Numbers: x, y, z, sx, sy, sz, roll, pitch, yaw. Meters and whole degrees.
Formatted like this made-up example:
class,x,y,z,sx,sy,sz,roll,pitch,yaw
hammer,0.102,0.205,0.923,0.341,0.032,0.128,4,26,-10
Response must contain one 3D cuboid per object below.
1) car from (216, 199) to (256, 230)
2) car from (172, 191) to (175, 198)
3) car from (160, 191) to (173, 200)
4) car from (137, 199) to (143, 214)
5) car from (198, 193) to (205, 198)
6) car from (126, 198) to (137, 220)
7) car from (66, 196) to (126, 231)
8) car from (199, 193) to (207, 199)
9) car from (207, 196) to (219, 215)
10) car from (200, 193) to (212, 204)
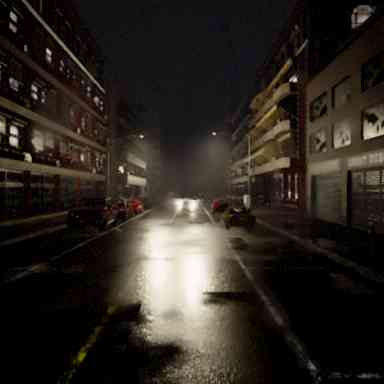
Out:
class,x,y,z,sx,sy,sz,roll,pitch,yaw
car,2.691,1.378,19.907,1.752,1.417,4.829,0,0,0
car,-5.690,0.985,76.102,2.008,1.369,4.403,0,0,0
car,-5.690,1.028,70.465,2.008,1.369,4.403,0,0,0
car,-5.690,1.316,31.014,1.887,1.381,4.507,0,0,0
car,2.691,0.888,93.006,1.802,1.307,4.206,0,0,0
car,-5.690,1.253,25.375,1.967,1.590,4.097,0,0,0
car,-5.689,1.170,19.739,2.192,1.841,5.009,0,0,0
car,2.691,0.957,81.734,1.947,1.339,4.313,0,0,0
car,2.690,1.316,31.009,1.887,1.381,4.507,0,0,0
car,2.691,1.154,53.553,2.008,1.369,4.403,0,0,0
